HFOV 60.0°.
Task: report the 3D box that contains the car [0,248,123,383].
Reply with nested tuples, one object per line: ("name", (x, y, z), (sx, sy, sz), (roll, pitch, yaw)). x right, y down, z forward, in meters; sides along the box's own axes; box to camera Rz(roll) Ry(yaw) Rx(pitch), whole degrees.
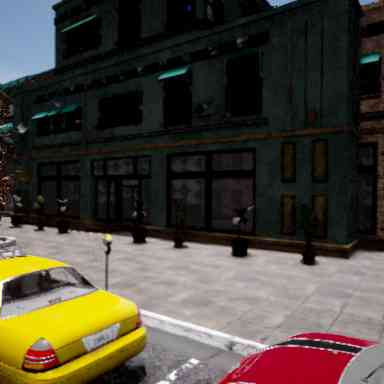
("car", (-2.847, 1.517, 4.897), (4.829, 1.417, 1.752), (0, 1, 35))

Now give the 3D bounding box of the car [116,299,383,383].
("car", (1.812, 1.440, 1.580), (4.097, 1.590, 1.967), (0, 1, 35))
